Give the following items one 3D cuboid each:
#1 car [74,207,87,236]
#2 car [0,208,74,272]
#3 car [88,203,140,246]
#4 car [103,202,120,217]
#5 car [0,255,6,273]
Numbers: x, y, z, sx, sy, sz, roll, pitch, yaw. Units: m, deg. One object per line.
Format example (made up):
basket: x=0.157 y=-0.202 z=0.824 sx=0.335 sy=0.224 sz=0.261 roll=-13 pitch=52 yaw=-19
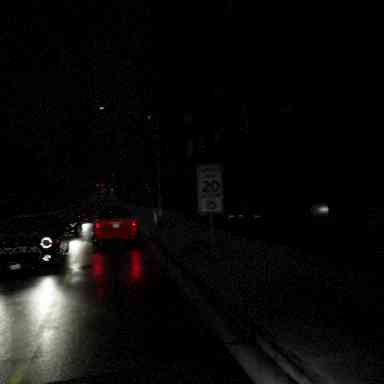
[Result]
car: x=-7.883 y=1.854 z=20.647 sx=1.882 sy=1.535 sz=5.008 roll=-2 pitch=0 yaw=-14
car: x=-5.660 y=1.601 z=11.768 sx=2.097 sy=1.767 sz=4.553 roll=-2 pitch=0 yaw=-14
car: x=-3.874 y=1.541 z=16.746 sx=2.097 sy=1.767 sz=4.553 roll=-2 pitch=0 yaw=-14
car: x=-9.628 y=2.064 z=39.659 sx=1.837 sy=1.490 sz=4.892 roll=-2 pitch=0 yaw=-14
car: x=-3.433 y=1.744 z=2.930 sx=1.895 sy=1.301 sz=4.718 roll=-2 pitch=0 yaw=-14
